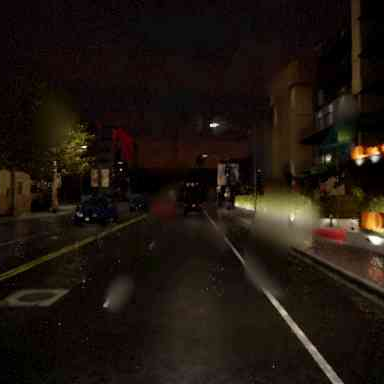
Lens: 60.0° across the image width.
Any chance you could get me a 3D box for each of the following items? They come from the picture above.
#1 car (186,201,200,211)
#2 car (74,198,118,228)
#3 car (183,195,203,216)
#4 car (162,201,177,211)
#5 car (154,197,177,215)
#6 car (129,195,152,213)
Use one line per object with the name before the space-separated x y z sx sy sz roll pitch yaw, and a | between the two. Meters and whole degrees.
car | 0.119 2.106 50.954 2.033 1.411 5.357 0 -1 0
car | -7.089 1.499 25.220 2.150 2.045 5.566 0 -1 0
car | 0.118 1.645 38.502 2.150 2.045 5.566 0 -1 -1
car | -3.383 2.104 50.733 2.033 1.411 5.357 0 -1 0
car | -3.386 1.802 40.972 2.097 1.767 4.553 0 -1 0
car | -7.063 1.720 45.310 2.150 2.045 5.566 0 -1 0
